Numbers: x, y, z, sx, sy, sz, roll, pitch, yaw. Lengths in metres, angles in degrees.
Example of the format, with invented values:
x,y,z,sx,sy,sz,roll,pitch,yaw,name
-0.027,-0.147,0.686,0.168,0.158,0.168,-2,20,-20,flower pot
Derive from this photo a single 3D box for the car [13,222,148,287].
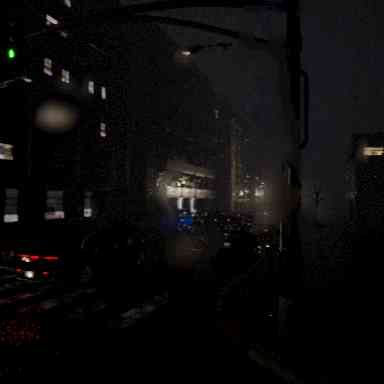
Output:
x,y,z,sx,sy,sz,roll,pitch,yaw,name
-3.177,1.918,10.597,1.837,1.490,4.892,0,-2,22,car

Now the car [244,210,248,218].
x,y,z,sx,sy,sz,roll,pitch,yaw,name
6.629,3.648,50.645,2.008,1.369,4.403,-1,-3,22,car

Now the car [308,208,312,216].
x,y,z,sx,sy,sz,roll,pitch,yaw,name
26.221,4.955,77.192,2.008,1.369,4.403,-1,-3,22,car

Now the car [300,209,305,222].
x,y,z,sx,sy,sz,roll,pitch,yaw,name
14.411,3.384,47.550,2.192,1.841,5.009,-1,-3,22,car

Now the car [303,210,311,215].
x,y,z,sx,sy,sz,roll,pitch,yaw,name
30.312,5.422,87.555,1.947,1.339,4.313,-1,-3,22,car

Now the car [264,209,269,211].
x,y,z,sx,sy,sz,roll,pitch,yaw,name
20.413,5.170,85.260,1.752,1.417,4.829,-1,-3,22,car

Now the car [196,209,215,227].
x,y,z,sx,sy,sz,roll,pitch,yaw,name
0.634,2.862,35.592,1.967,1.590,4.097,-1,-3,22,car

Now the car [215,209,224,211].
x,y,z,sx,sy,sz,roll,pitch,yaw,name
2.631,2.962,40.617,2.192,1.841,5.009,-1,-3,22,car

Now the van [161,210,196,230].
x,y,z,sx,sy,sz,roll,pitch,yaw,name
-1.366,2.538,30.578,1.690,1.788,3.998,-1,-3,22,van

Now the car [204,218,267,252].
x,y,z,sx,sy,sz,roll,pitch,yaw,name
2.422,2.268,17.424,2.008,1.369,4.403,-1,-3,22,car

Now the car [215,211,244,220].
x,y,z,sx,sy,sz,roll,pitch,yaw,name
3.938,3.112,36.814,1.895,1.301,4.718,0,-2,22,car

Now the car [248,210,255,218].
x,y,z,sx,sy,sz,roll,pitch,yaw,name
10.626,3.987,60.688,1.967,1.590,4.097,-1,-3,22,car

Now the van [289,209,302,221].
x,y,z,sx,sy,sz,roll,pitch,yaw,name
16.410,3.635,52.568,1.690,1.788,3.998,-1,-3,22,van

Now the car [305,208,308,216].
x,y,z,sx,sy,sz,roll,pitch,yaw,name
18.409,3.833,57.589,2.192,1.841,5.009,-1,-3,22,car

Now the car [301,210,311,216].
x,y,z,sx,sy,sz,roll,pitch,yaw,name
28.250,5.191,82.376,1.947,1.339,4.313,-1,-3,22,car

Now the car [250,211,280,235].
x,y,z,sx,sy,sz,roll,pitch,yaw,name
6.417,2.608,27.467,1.967,1.590,4.097,-1,-3,22,car
